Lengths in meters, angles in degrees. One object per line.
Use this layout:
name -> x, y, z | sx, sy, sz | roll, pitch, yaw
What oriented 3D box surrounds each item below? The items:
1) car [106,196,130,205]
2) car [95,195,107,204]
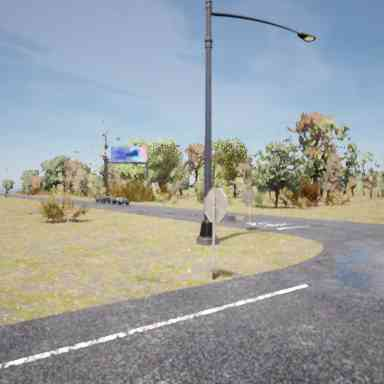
car -> -11.809, 1.492, 54.185 | 1.895, 1.301, 4.718 | 0, 0, -33
car -> -16.342, 1.381, 60.899 | 1.837, 1.490, 4.892 | 0, 0, -34
